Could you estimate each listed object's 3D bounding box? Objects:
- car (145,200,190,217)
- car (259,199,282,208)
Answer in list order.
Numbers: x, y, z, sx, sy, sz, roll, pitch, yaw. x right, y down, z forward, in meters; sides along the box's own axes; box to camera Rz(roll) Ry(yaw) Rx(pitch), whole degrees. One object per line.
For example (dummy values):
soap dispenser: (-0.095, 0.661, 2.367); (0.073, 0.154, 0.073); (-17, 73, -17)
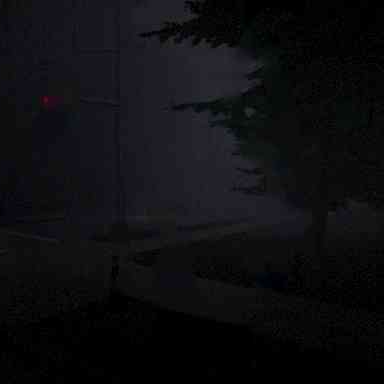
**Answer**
car: (-2.020, 1.350, 28.348); (1.994, 1.385, 4.181); (1, 1, 37)
car: (10.845, 1.319, 45.486); (1.812, 1.442, 4.674); (1, 0, 37)
